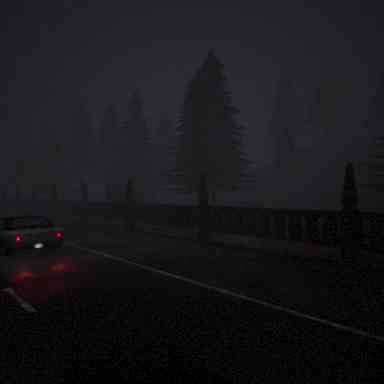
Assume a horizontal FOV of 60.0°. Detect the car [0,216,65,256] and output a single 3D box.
[{"bbox_3d":[-6.820,1.600,13.314,1.895,1.301,4.718,-1,1,-41],"label":"car"}]
